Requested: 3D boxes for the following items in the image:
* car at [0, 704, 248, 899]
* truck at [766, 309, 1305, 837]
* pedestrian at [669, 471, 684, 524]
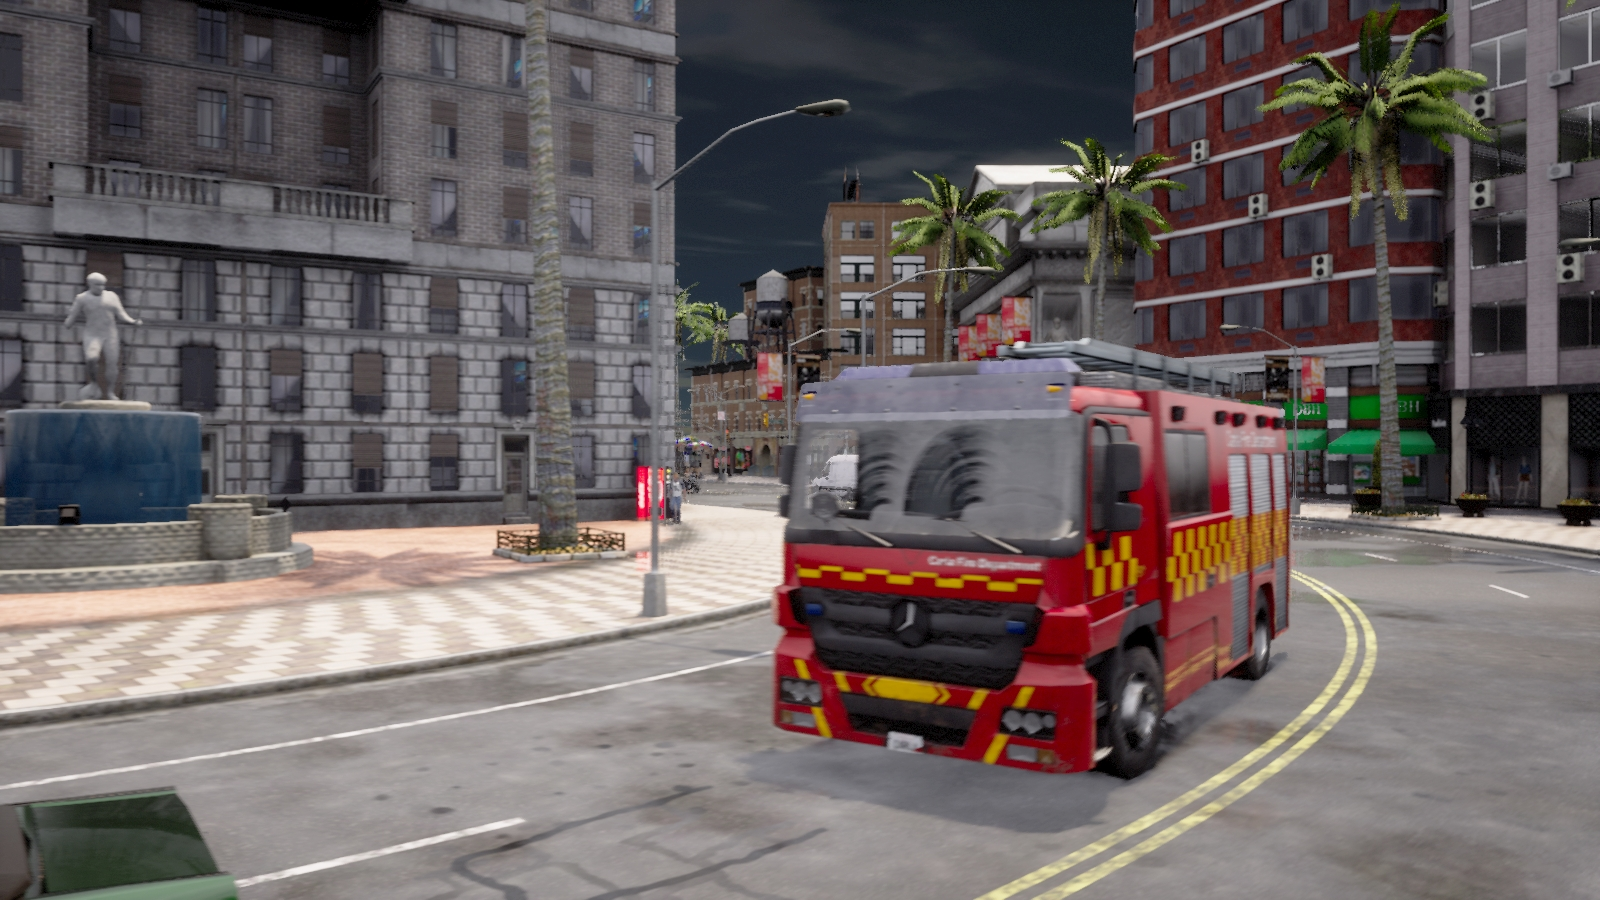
[{"bbox_3d":[-4.996,2.156,4.616,4.718,1.301,1.895,0,0,-36],"label":"car"},{"bbox_3d":[3.243,0.890,12.602,2.891,3.827,8.468,0,0,33],"label":"truck"},{"bbox_3d":[-4.406,1.697,40.778,0.375,1.860,0.375,0,0,20],"label":"pedestrian"}]
